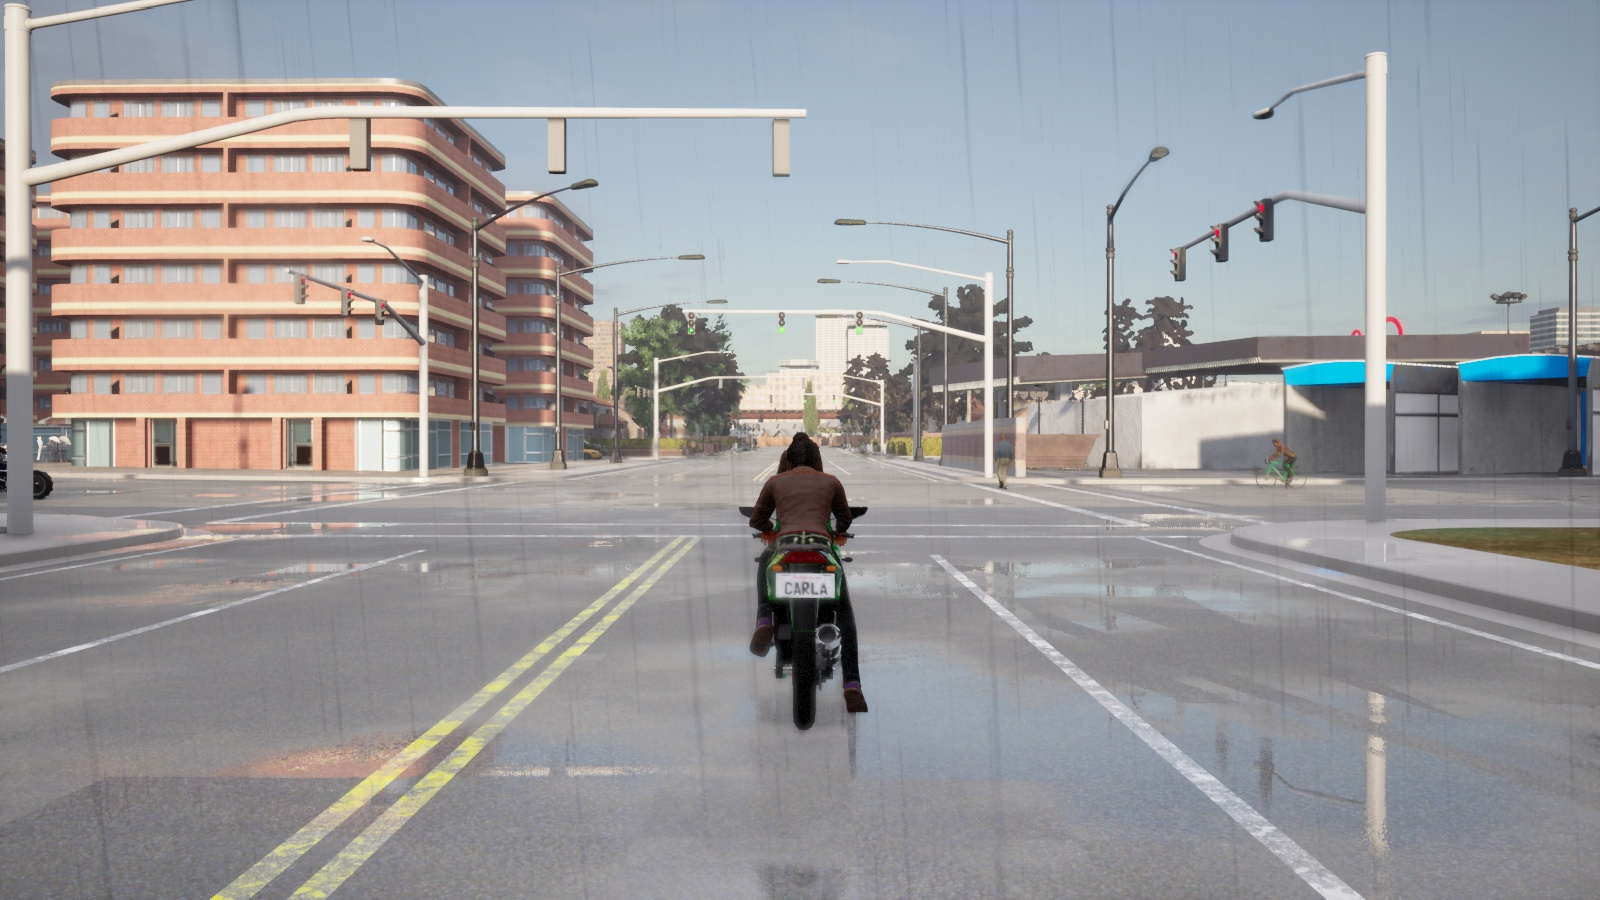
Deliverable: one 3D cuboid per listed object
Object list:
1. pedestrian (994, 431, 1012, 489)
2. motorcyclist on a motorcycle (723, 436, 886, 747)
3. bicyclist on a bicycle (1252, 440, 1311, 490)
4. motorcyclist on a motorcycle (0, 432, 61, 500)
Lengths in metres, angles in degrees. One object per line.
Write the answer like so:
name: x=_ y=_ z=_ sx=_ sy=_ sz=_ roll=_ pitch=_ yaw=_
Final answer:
pedestrian: x=6.444 y=0.316 z=39.925 sx=0.370 sy=1.835 sz=0.726 roll=0 pitch=0 yaw=-7
motorcyclist on a motorcycle: x=0.020 y=0.688 z=7.183 sx=0.797 sy=1.523 sz=2.044 roll=0 pitch=0 yaw=0
bicyclist on a bicycle: x=15.563 y=0.483 z=40.608 sx=1.656 sy=1.620 sz=0.582 roll=0 pitch=0 yaw=1
motorcyclist on a motorcycle: x=-19.896 y=0.382 z=31.414 sx=2.350 sy=1.649 sz=0.766 roll=1 pitch=0 yaw=0
